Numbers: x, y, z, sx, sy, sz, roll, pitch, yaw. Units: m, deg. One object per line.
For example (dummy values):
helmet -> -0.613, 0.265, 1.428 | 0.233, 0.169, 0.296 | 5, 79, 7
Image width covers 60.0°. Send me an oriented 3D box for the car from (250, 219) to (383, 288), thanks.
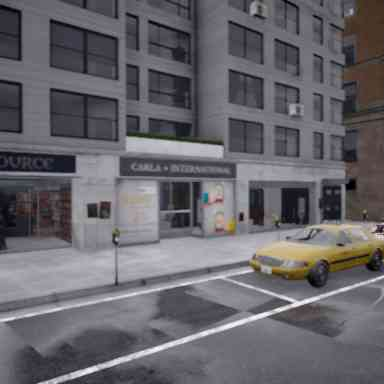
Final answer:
car -> 3.701, 1.489, 9.172 | 4.829, 1.417, 1.752 | 0, 0, -35
